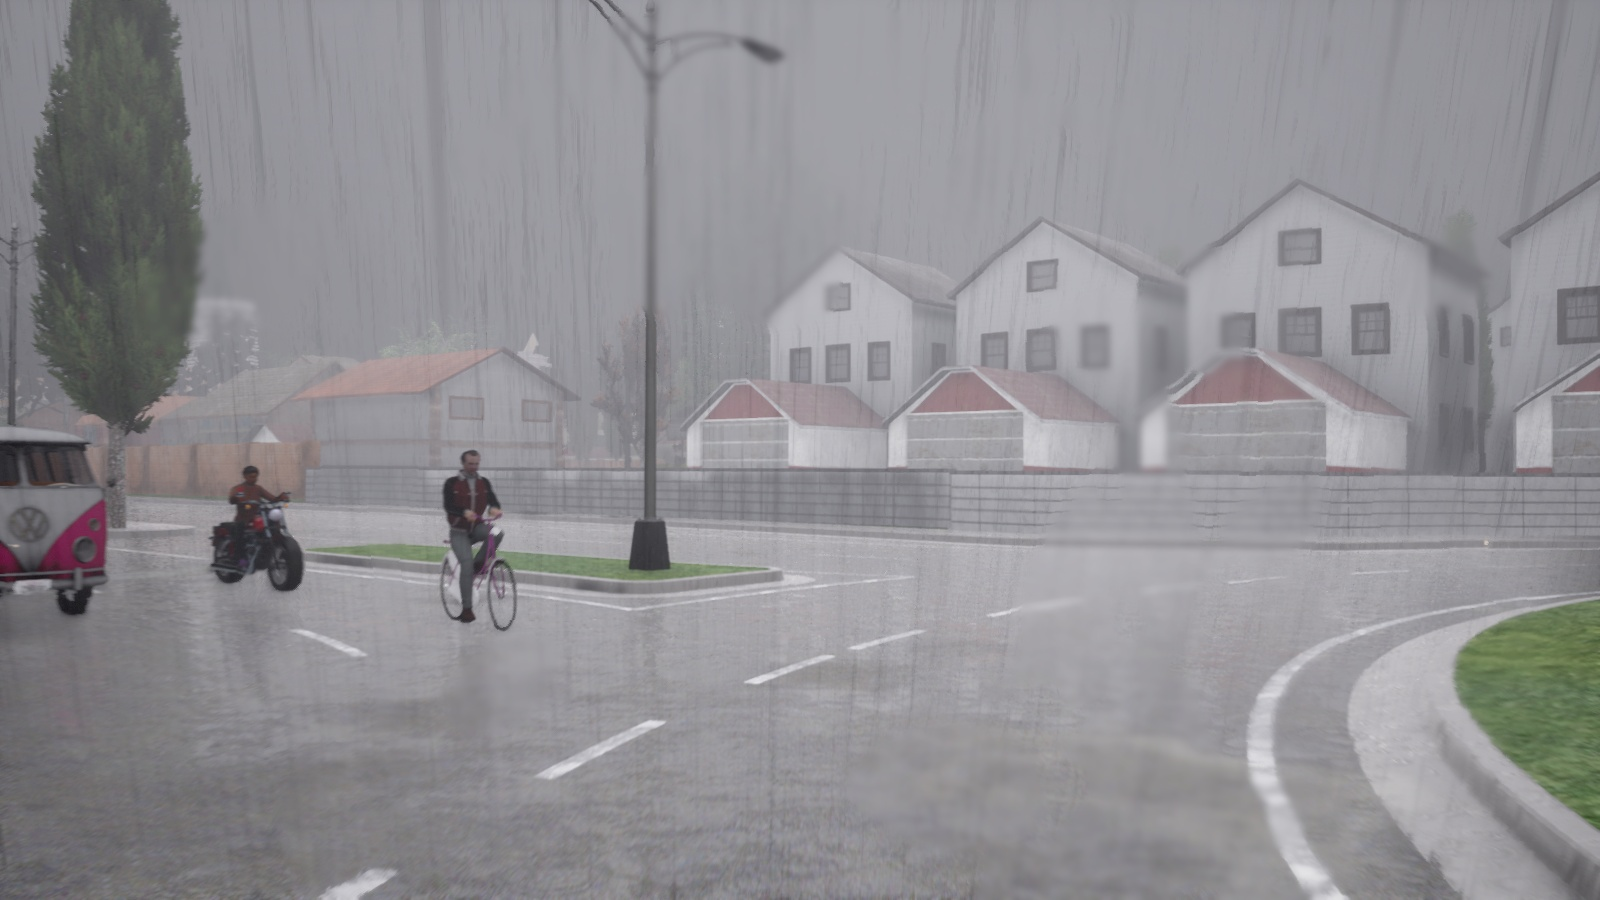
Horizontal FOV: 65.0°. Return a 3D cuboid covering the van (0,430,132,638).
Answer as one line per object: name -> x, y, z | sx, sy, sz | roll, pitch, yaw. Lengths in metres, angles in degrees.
van -> -9.090, 0.833, 13.683 | 4.442, 1.987, 1.775 | -1, -1, 42

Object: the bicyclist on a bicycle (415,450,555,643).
bicyclist on a bicycle -> -3.169, 0.907, 12.503 | 0.659, 1.776, 1.843 | 0, -1, -38

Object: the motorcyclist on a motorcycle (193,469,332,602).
motorcyclist on a motorcycle -> -7.144, 1.072, 16.625 | 2.350, 1.649, 0.766 | -1, -1, 42
